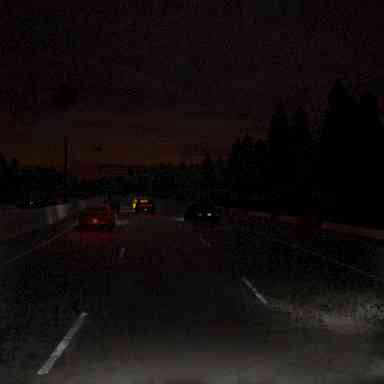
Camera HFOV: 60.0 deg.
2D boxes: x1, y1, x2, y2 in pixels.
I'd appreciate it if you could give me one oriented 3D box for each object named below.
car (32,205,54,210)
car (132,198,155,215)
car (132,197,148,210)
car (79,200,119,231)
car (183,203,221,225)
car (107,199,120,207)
[{"bbox_3d":[-16.409,1.547,37.125,2.033,1.411,5.357,0,0,-12],"label":"car"},{"bbox_3d":[-4.901,1.491,34.176,2.128,1.511,4.902,0,0,-11],"label":"car"},{"bbox_3d":[-6.888,1.477,43.992,1.882,1.535,5.008,0,0,-11],"label":"car"},{"bbox_3d":[-5.848,1.477,20.947,1.882,1.535,5.008,0,0,-10],"label":"car"},{"bbox_3d":[0.647,1.547,24.414,2.033,1.411,5.357,0,0,-11],"label":"car"},{"bbox_3d":[-8.896,1.526,36.339,1.812,1.442,4.674,0,0,-11],"label":"car"}]
